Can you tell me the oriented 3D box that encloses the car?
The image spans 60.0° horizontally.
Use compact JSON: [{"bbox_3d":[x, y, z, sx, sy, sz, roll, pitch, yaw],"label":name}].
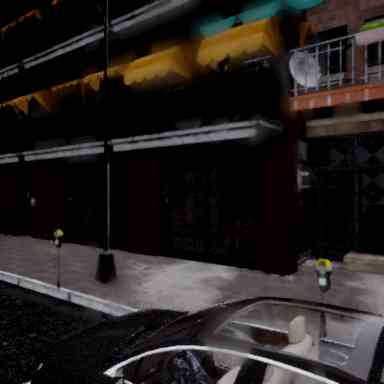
[{"bbox_3d":[0.505,1.552,2.515,4.403,1.369,2.008,0,0,36],"label":"car"}]
